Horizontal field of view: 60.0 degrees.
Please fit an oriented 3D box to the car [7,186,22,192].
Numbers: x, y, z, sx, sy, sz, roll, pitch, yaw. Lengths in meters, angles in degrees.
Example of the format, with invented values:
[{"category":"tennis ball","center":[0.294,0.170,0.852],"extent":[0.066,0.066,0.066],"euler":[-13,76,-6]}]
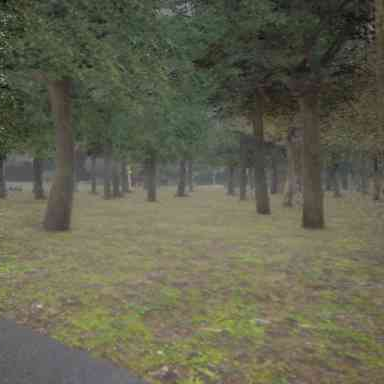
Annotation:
[{"category":"car","center":[-43.778,-0.725,80.251],"extent":[2.128,1.511,4.902],"euler":[-1,1,34]}]
